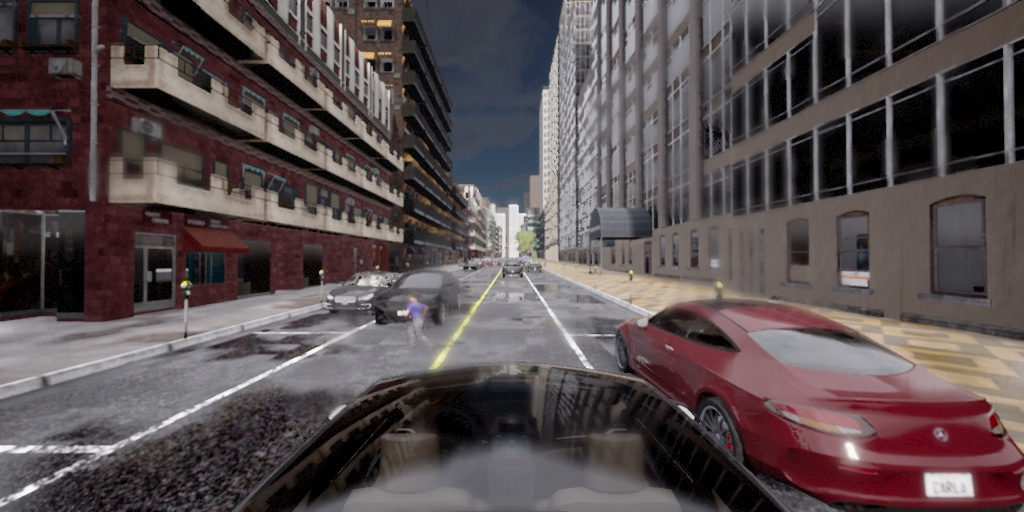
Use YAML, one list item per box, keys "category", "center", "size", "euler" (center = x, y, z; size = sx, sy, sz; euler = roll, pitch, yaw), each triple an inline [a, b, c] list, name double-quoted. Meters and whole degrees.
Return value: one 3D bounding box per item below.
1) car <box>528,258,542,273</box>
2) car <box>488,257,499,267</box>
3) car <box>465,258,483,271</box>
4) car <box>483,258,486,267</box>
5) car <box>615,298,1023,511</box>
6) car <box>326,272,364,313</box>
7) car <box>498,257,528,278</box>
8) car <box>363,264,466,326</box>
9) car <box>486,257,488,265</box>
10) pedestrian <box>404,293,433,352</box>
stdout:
- category: "car"
  center: [2.540, 1.185, 41.628]
  size: [2.007, 1.370, 4.403]
  euler: [0, 0, 0]
- category: "car"
  center: [-2.815, 1.105, 61.319]
  size: [1.812, 1.442, 4.674]
  euler: [0, 0, 1]
- category: "car"
  center: [-5.345, 1.184, 47.456]
  size: [1.948, 1.339, 4.313]
  euler: [0, 0, 0]
- category: "car"
  center: [-5.349, 1.043, 53.102]
  size: [1.967, 1.591, 4.097]
  euler: [0, 0, 0]
- category: "car"
  center: [2.748, 1.268, 4.558]
  size: [1.812, 1.442, 4.674]
  euler: [0, 0, 0]
- category: "car"
  center: [-5.323, 1.266, 13.577]
  size: [2.007, 1.370, 4.403]
  euler: [0, 0, 0]
- category: "car"
  center: [0.066, 1.150, 33.181]
  size: [2.128, 1.511, 4.902]
  euler: [0, 0, 0]
- category: "car"
  center: [-2.858, 1.198, 11.804]
  size: [1.882, 1.535, 5.008]
  euler: [0, 0, 0]
- category: "car"
  center: [-5.352, 1.169, 58.749]
  size: [1.802, 1.307, 4.207]
  euler: [0, 0, 0]
- category: "pedestrian"
  center: [-1.926, 1.307, 7.400]
  size: [0.375, 1.300, 0.375]
  euler: [1, -1, 0]
